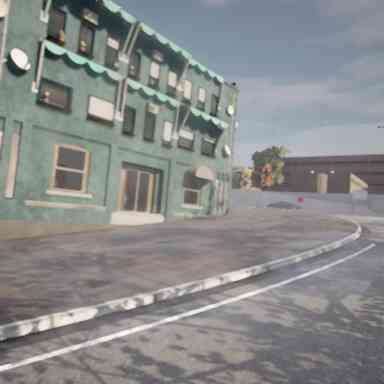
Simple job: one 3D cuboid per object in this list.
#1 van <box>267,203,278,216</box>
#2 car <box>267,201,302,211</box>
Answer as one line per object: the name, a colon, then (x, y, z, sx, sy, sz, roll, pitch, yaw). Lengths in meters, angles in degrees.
van: (14.721, 3.226, 60.635, 1.878, 1.987, 4.442, 2, -6, 16)
car: (11.782, 1.847, 42.128, 4.181, 1.385, 1.994, 0, -5, 35)
